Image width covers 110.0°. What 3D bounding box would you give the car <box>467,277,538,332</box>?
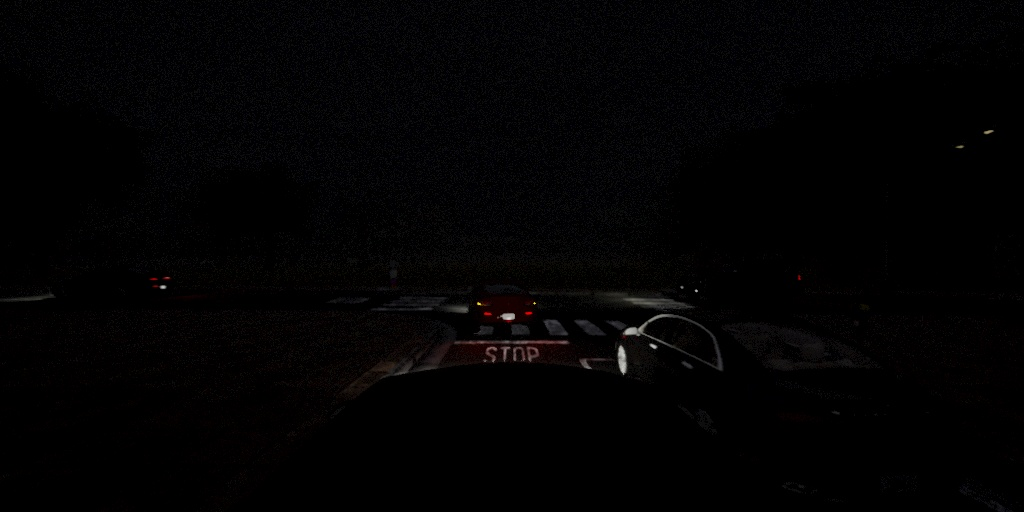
[{"bbox_3d":[-0.399,1.373,11.250,1.812,1.442,4.674,0,-1,-8],"label":"car"}]

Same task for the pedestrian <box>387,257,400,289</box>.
[{"bbox_3d":[-6.883,0.941,20.800,0.375,1.860,0.375,0,0,0],"label":"pedestrian"}]

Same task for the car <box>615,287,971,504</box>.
[{"bbox_3d":[2.636,1.327,4.610,2.007,1.370,4.403,0,0,0],"label":"car"}]

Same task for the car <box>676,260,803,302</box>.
[{"bbox_3d":[11.252,1.210,17.906,5.566,2.045,2.150,0,1,0],"label":"car"}]

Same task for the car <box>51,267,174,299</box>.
[{"bbox_3d":[-19.811,1.292,17.887,4.892,1.490,1.837,0,1,0],"label":"car"}]
